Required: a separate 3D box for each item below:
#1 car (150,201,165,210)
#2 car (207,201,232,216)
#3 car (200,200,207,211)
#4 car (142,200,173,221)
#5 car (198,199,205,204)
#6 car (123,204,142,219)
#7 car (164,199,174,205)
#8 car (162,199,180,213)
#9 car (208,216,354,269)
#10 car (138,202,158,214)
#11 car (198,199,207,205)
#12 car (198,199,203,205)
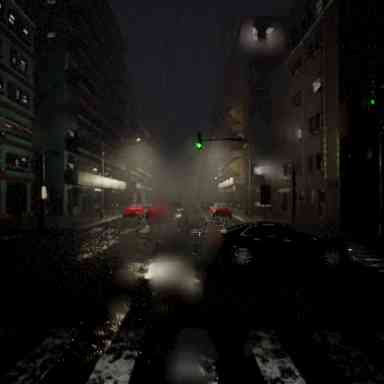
[{"bbox_3d":[-5.727,2.225,55.331,1.947,1.339,4.313,0,-1,0],"label":"car"},{"bbox_3d":[2.783,1.825,32.687,1.967,1.590,4.097,0,-1,0],"label":"car"},{"bbox_3d":[2.658,2.157,49.674,1.947,1.339,4.313,0,-1,0],"label":"car"},{"bbox_3d":[-3.118,1.840,30.908,1.882,1.535,5.008,0,-1,0],"label":"car"},{"bbox_3d":[2.621,2.705,94.987,1.887,1.381,4.507,0,-1,0],"label":"car"},{"bbox_3d":[-5.801,1.943,33.900,1.887,1.381,4.507,0,-1,0],"label":"car"},{"bbox_3d":[-5.750,2.563,83.652,2.008,1.369,4.403,0,-1,0],"label":"car"},{"bbox_3d":[-3.119,2.094,46.066,2.033,1.411,5.357,0,-1,0],"label":"car"},{"bbox_3d":[3.000,1.772,11.517,4.892,1.490,1.837,1,-1,-1],"label":"car"},{"bbox_3d":[-5.718,2.071,44.002,2.008,1.369,4.403,0,-1,0],"label":"car"},{"bbox_3d":[2.630,2.565,83.659,2.008,1.369,4.403,0,-1,0],"label":"car"},{"bbox_3d":[2.648,2.275,61.002,1.887,1.381,4.507,0,-1,0],"label":"car"}]
